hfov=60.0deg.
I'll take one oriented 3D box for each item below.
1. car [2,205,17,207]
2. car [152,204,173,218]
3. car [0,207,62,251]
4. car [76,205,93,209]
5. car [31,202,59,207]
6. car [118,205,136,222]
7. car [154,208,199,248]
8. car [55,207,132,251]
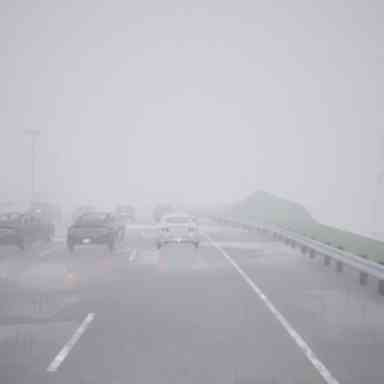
[{"bbox_3d":[-30.630,2.184,55.697,1.994,1.385,4.181,0,-1,-18],"label":"car"},{"bbox_3d":[-2.740,1.837,31.433,2.128,1.511,4.902,0,0,-9],"label":"car"},{"bbox_3d":[-7.667,1.658,14.739,2.128,1.511,4.902,0,0,-5],"label":"car"},{"bbox_3d":[-9.649,1.900,30.320,1.994,1.385,4.181,0,-1,-10],"label":"car"},{"bbox_3d":[-13.097,1.681,29.710,2.097,1.767,4.553,0,-1,-9],"label":"car"},{"bbox_3d":[-6.032,1.877,29.904,2.033,1.411,5.357,0,-1,-9],"label":"car"},{"bbox_3d":[-0.719,1.697,15.651,1.812,1.442,4.674,0,0,-5],"label":"car"},{"bbox_3d":[-4.177,1.659,14.996,2.128,1.511,4.902,0,0,-5],"label":"car"}]
